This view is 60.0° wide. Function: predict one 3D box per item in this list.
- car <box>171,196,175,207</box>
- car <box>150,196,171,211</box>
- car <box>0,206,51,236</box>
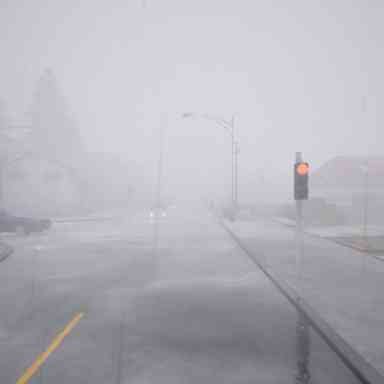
[{"bbox_3d":[-4.087,1.525,50.822,1.812,1.442,4.674,0,0,0],"label":"car"},{"bbox_3d":[-4.093,1.505,41.611,1.837,1.490,4.892,0,0,0],"label":"car"},{"bbox_3d":[-10.133,1.478,17.742,5.008,1.535,1.882,0,0,3],"label":"car"}]
